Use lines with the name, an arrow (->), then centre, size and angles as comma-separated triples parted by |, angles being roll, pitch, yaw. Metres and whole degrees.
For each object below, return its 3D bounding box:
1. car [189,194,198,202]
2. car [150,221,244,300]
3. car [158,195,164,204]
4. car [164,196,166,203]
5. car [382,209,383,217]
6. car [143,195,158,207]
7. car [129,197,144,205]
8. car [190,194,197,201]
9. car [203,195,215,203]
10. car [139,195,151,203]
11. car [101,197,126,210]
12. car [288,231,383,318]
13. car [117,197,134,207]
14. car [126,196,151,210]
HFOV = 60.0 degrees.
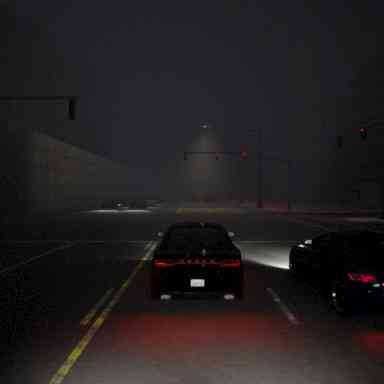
car -> 0.331, 1.512, 73.032 | 1.812, 1.442, 4.674 | 0, 0, 0
car -> 0.108, 1.477, 8.434 | 1.882, 1.535, 5.008 | 0, 0, 0
car -> -6.789, 1.502, 61.272 | 1.837, 1.490, 4.892 | 0, 0, 1
car -> -6.677, 1.497, 71.448 | 1.837, 1.490, 4.892 | 0, 0, 0
car -> 18.051, 1.351, 27.110 | 4.553, 1.767, 2.097 | 0, 0, 0
car -> -6.844, 1.523, 52.027 | 1.812, 1.442, 4.674 | 0, 0, 0
car -> -10.281, 1.561, 61.883 | 1.994, 1.385, 4.181 | 0, 0, 1
car -> 0.377, 1.362, 83.033 | 1.882, 1.535, 5.008 | 0, 0, 0
car -> 3.878, 1.522, 70.529 | 1.812, 1.442, 4.674 | 0, 0, 0
car -> -10.173, 1.472, 72.298 | 1.882, 1.535, 5.008 | 0, 0, 0
car -> -10.398, 1.562, 43.230 | 1.994, 1.385, 4.181 | 0, 0, 0
car -> 3.607, 1.564, 7.453 | 1.994, 1.385, 4.181 | 0, 0, 0
car -> -10.346, 1.523, 51.983 | 1.812, 1.442, 4.674 | 0, 0, 0
car -> -6.896, 1.562, 43.269 | 1.994, 1.385, 4.181 | 0, 0, 0
